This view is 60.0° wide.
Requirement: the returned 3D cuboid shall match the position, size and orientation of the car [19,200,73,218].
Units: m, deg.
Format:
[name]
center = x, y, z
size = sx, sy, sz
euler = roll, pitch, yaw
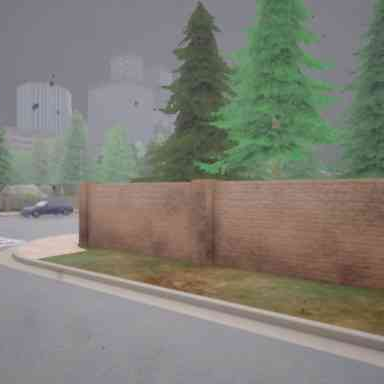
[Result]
[car]
center = -12.910, 1.464, 29.770
size = 1.812, 1.442, 4.674
euler = 0, 0, 35
